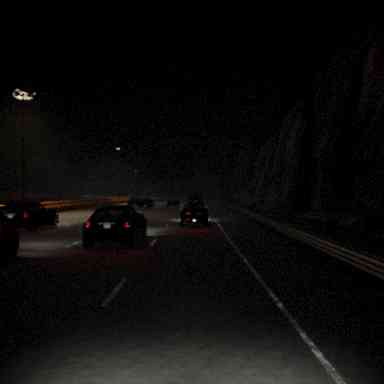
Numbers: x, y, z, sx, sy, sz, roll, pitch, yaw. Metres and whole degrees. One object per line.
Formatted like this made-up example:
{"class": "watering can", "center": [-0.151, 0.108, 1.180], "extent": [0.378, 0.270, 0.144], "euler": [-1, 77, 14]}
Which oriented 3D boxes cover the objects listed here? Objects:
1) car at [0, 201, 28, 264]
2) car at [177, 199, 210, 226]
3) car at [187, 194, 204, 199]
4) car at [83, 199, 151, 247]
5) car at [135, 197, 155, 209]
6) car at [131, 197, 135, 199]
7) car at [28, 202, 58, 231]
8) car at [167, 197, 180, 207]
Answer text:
{"class": "car", "center": [-6.857, 1.268, 8.821], "extent": [2.150, 2.045, 5.566], "euler": [0, 0, -1]}
{"class": "car", "center": [0.183, 1.534, 23.476], "extent": [1.837, 1.490, 4.892], "euler": [0, 0, 1]}
{"class": "car", "center": [0.512, 1.277, 46.133], "extent": [2.150, 2.045, 5.566], "euler": [0, 0, 1]}
{"class": "car", "center": [-3.365, 1.387, 15.342], "extent": [2.097, 1.767, 4.553], "euler": [0, 0, 0]}
{"class": "car", "center": [-6.474, 1.597, 47.695], "extent": [1.837, 1.490, 4.892], "euler": [0, 0, 1]}
{"class": "car", "center": [-9.839, 1.645, 57.629], "extent": [1.812, 1.442, 4.674], "euler": [0, 0, 1]}
{"class": "car", "center": [-10.325, 1.429, 21.144], "extent": [2.097, 1.767, 4.553], "euler": [0, 0, 1]}
{"class": "car", "center": [-2.899, 1.572, 53.132], "extent": [2.128, 1.511, 4.902], "euler": [0, 0, 1]}
